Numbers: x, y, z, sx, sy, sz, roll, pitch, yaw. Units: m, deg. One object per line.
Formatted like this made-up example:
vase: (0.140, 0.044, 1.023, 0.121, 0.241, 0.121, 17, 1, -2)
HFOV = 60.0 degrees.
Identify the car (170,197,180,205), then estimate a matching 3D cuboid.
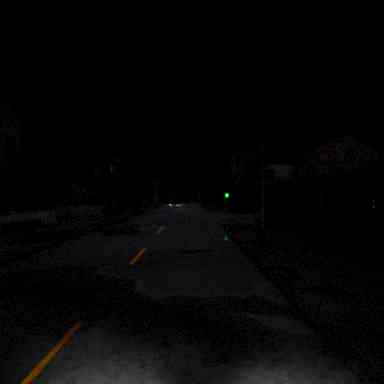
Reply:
car: (-4.008, 2.178, 78.882, 2.150, 2.045, 5.566, 0, -1, 0)
